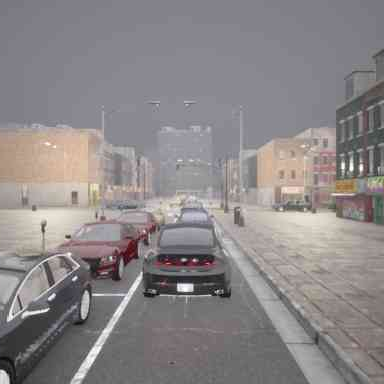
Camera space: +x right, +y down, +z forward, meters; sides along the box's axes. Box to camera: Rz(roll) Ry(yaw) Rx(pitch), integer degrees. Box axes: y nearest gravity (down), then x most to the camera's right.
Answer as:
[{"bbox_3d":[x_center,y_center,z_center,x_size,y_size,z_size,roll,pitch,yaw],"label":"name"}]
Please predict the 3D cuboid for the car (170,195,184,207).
[{"bbox_3d":[-2.565,1.615,52.683,1.752,1.417,4.829,0,0,0],"label":"car"}]

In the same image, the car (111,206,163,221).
[{"bbox_3d":[-2.613,1.556,15.402,1.887,1.381,4.507,0,0,0],"label":"car"}]

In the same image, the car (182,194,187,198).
[{"bbox_3d":[-2.557,1.421,58.297,2.192,1.841,5.009,0,0,0],"label":"car"}]

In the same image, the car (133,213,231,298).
[{"bbox_3d":[-0.066,1.509,8.528,1.837,1.490,4.892,0,0,1],"label":"car"}]

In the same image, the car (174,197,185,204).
[{"bbox_3d":[-2.544,1.694,69.185,2.008,1.369,4.403,0,0,0],"label":"car"}]

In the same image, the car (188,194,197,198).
[{"bbox_3d":[0.109,1.413,82.963,2.150,2.045,5.566,0,0,0],"label":"car"}]

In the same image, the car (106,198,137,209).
[{"bbox_3d":[-7.322,1.491,38.029,4.902,1.511,2.128,0,0,0],"label":"car"}]

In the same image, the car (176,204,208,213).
[{"bbox_3d":[0.114,1.538,16.004,1.812,1.442,4.674,0,0,0],"label":"car"}]

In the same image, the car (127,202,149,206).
[{"bbox_3d":[-2.606,1.544,20.725,1.752,1.417,4.829,0,0,0],"label":"car"}]

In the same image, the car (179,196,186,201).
[{"bbox_3d":[-2.516,1.773,90.961,1.887,1.381,4.507,0,0,0],"label":"car"}]

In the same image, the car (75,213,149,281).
[{"bbox_3d":[-2.620,1.550,9.907,1.887,1.381,4.507,0,0,0],"label":"car"}]

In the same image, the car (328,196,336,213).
[{"bbox_3d":[18.527,1.502,38.127,5.566,2.045,2.150,1,0,0],"label":"car"}]

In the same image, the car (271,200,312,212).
[{"bbox_3d":[12.258,1.716,41.056,4.892,1.490,1.837,1,0,0],"label":"car"}]

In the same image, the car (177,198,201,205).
[{"bbox_3d":[0.057,1.505,26.272,1.882,1.535,5.008,0,0,0],"label":"car"}]

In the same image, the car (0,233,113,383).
[{"bbox_3d":[-2.627,1.553,4.413,2.008,1.369,4.403,0,0,0],"label":"car"}]
